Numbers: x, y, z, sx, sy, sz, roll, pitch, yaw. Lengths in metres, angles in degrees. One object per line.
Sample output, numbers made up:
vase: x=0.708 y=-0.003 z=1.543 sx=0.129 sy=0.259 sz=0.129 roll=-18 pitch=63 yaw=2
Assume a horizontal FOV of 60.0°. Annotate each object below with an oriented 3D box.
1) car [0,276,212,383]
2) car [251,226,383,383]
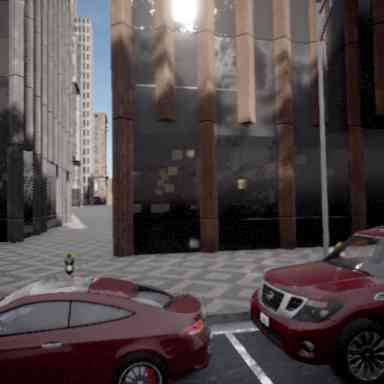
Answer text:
car: x=-1.851 y=1.790 z=4.197 sx=4.206 sy=1.307 sz=1.802 roll=-1 pitch=-2 yaw=-11
car: x=3.504 y=1.470 z=5.231 sx=5.009 sy=1.841 sz=2.192 roll=-1 pitch=-2 yaw=-11
